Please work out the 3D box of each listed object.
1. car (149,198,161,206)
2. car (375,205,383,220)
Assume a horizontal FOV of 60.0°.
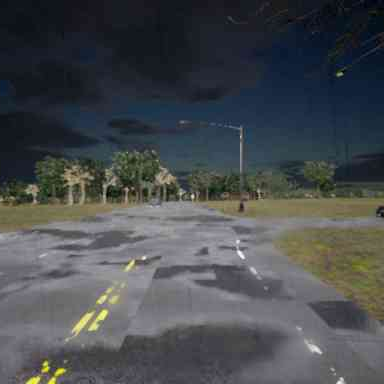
[{"bbox_3d":[-6.914,1.928,62.963,1.837,1.490,4.892,0,-1,1],"label":"car"},{"bbox_3d":[14.880,1.275,22.115,4.892,1.490,1.837,0,-2,0],"label":"car"}]
